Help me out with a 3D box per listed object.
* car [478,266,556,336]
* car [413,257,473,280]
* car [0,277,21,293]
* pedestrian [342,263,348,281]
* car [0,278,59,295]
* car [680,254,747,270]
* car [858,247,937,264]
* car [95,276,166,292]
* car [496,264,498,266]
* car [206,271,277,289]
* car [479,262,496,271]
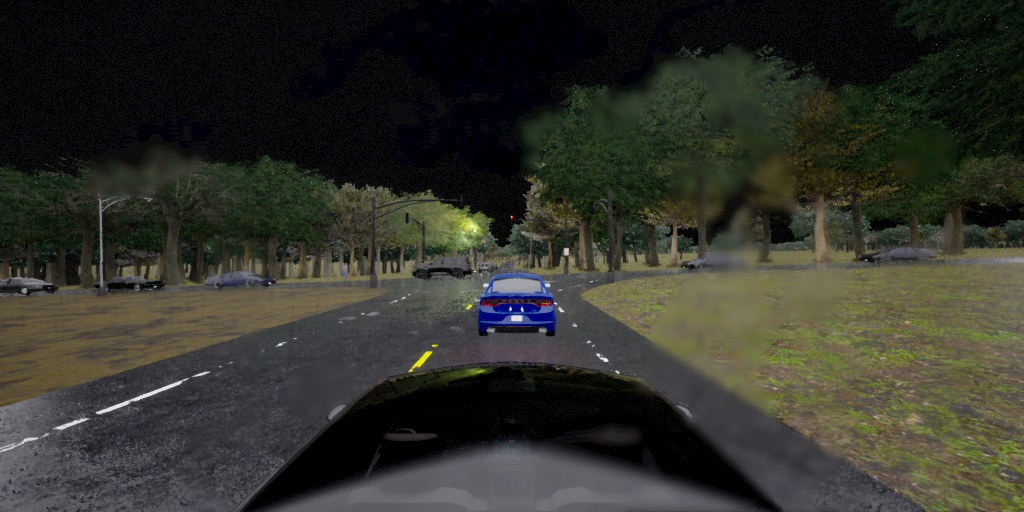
[{"bbox_3d":[0.139,1.232,10.418,1.882,1.535,5.008,0,0,1],"label":"car"},{"bbox_3d":[-6.516,1.181,33.973,5.566,2.045,2.150,-1,-1,2],"label":"car"},{"bbox_3d":[-53.081,2.976,36.097,5.008,1.535,1.882,-2,-1,2],"label":"car"},{"bbox_3d":[-17.867,1.679,38.375,0.375,1.860,0.375,0,1,3],"label":"pedestrian"},{"bbox_3d":[-43.516,2.670,31.963,4.892,1.490,1.837,-2,-1,3],"label":"car"},{"bbox_3d":[18.448,0.537,32.884,5.357,1.411,2.033,-2,-1,2],"label":"car"},{"bbox_3d":[34.550,-0.095,32.187,5.357,1.411,2.033,-2,-1,2],"label":"car"},{"bbox_3d":[-33.352,2.437,31.480,4.718,1.301,1.895,-2,-1,3],"label":"car"},{"bbox_3d":[-4.003,1.844,62.921,2.128,1.511,4.902,0,-1,-1],"label":"car"},{"bbox_3d":[-23.430,2.046,31.048,5.357,1.411,2.033,-2,-1,6],"label":"car"},{"bbox_3d":[-3.875,1.676,53.535,2.128,1.511,4.902,0,-1,-1],"label":"car"}]
